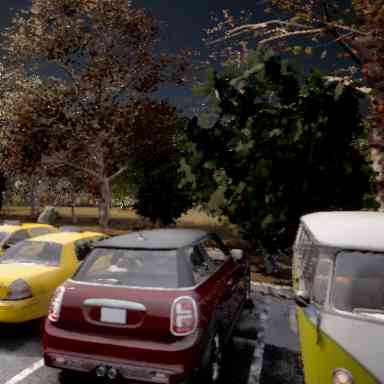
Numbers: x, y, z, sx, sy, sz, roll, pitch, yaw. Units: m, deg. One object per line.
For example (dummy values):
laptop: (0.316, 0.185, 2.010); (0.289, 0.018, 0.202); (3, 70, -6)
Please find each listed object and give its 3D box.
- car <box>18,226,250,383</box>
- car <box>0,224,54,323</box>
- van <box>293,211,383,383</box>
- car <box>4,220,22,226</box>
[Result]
car: (-0.263, 1.395, 5.656); (2.185, 1.767, 4.553); (-1, -1, 16)
car: (-2.593, 1.553, 7.607); (1.946, 1.575, 5.366); (-1, -1, 16)
van: (2.123, 1.261, 3.849); (1.878, 1.987, 4.442); (0, -1, 16)
car: (-5.077, 1.579, 9.008); (1.946, 1.575, 5.366); (0, -1, 17)
